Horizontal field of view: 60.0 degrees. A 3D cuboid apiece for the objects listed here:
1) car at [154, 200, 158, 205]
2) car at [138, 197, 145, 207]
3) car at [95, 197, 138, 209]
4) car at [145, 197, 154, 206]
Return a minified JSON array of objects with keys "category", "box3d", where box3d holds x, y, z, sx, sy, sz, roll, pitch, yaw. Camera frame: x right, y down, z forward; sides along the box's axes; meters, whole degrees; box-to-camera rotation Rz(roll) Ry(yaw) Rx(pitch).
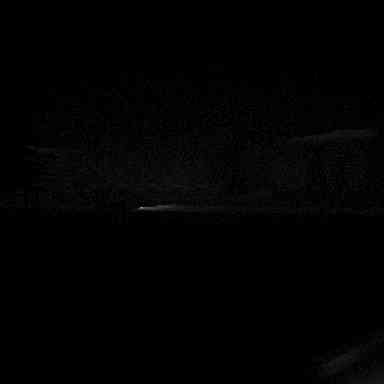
[{"category":"car","box3d":[-7.791,1.456,52.937,4.674,1.442,1.812,0,0,12]},{"category":"car","box3d":[-9.258,1.501,46.092,4.181,1.385,1.994,0,0,12]},{"category":"car","box3d":[-10.019,1.430,42.676,4.902,1.511,2.128,0,0,12]},{"category":"car","box3d":[-8.583,1.534,49.529,4.718,1.301,1.895,0,0,12]}]
